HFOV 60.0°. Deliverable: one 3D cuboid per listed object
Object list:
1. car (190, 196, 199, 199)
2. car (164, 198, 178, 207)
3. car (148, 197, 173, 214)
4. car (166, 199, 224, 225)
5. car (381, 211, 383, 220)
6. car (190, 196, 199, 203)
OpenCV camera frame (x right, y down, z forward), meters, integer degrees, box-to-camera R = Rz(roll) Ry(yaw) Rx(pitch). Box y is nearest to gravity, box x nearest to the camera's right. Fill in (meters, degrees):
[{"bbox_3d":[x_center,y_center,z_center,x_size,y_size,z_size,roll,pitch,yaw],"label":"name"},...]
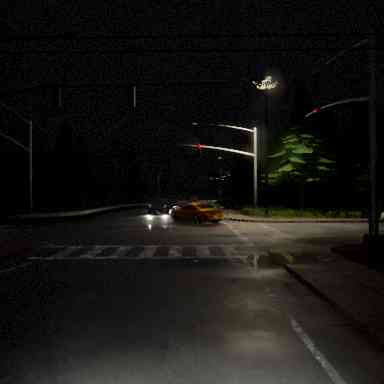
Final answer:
[{"bbox_3d":[0.316,1.687,65.300,1.812,1.442,4.674,0,0,2],"label":"car"},{"bbox_3d":[-3.508,1.724,56.641,1.994,1.385,4.181,0,0,1],"label":"car"},{"bbox_3d":[-3.612,1.464,36.691,2.097,1.767,4.553,0,0,0],"label":"car"},{"bbox_3d":[0.296,1.556,25.120,1.882,1.535,5.008,-3,2,-34],"label":"car"},{"bbox_3d":[15.643,1.222,21.964,5.566,2.045,2.150,-1,0,1],"label":"car"},{"bbox_3d":[0.636,1.626,75.608,1.837,1.490,4.892,0,0,2],"label":"car"}]
